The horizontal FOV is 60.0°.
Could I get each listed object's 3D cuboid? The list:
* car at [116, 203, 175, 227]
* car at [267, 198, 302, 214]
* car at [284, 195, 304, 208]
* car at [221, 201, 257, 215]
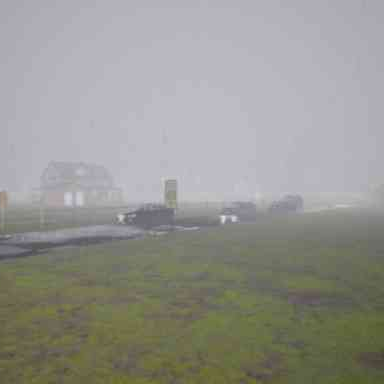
[{"bbox_3d":[-3.271,1.570,23.996,2.128,1.511,4.902,0,0,36],"label":"car"},{"bbox_3d":[10.376,1.710,37.876,2.033,1.411,5.357,0,0,36],"label":"car"},{"bbox_3d":[14.506,1.440,48.490,2.150,2.045,5.566,0,-1,36],"label":"car"},{"bbox_3d":[5.154,1.684,35.673,2.033,1.411,5.357,0,0,36],"label":"car"}]
